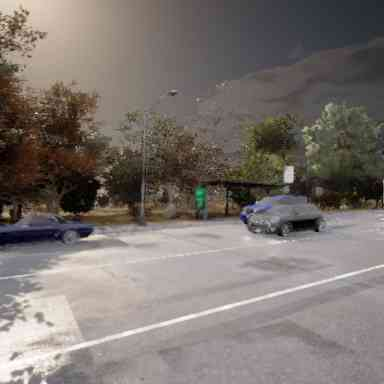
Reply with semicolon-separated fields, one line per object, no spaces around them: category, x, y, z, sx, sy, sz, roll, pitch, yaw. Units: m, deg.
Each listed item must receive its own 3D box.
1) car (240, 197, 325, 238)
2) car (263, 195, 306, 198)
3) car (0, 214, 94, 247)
car;5.164;1.367;18.056;4.553;1.767;2.097;0;0;-35
car;5.877;1.243;22.868;5.566;2.045;2.150;0;0;-35
car;-6.726;1.603;13.926;4.718;1.301;1.895;0;0;-35
